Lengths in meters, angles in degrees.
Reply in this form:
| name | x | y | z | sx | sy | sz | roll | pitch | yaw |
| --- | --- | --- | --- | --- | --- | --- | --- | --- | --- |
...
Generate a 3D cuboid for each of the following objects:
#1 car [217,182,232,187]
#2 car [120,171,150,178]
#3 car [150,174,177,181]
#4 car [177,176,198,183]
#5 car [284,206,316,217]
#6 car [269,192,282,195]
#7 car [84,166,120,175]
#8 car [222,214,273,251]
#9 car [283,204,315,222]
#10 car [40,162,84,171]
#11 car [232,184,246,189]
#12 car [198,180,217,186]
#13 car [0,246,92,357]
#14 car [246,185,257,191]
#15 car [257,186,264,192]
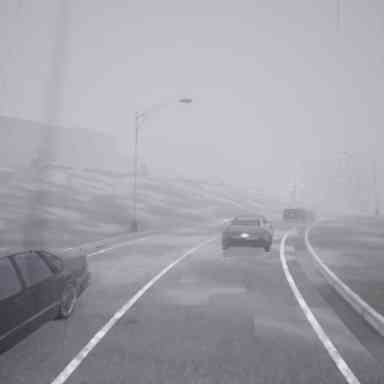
| name | x | y | z | sx | sy | sz | roll | pitch | yaw |
| --- | --- | --- | --- | --- | --- | --- | --- | --- | --- |
| car | 5.494 | -1.216 | 67.505 | 2.002 | 1.452 | 4.674 | -3 | -5 | 40 |
| car | -9.309 | -2.462 | 50.854 | 2.002 | 1.452 | 4.674 | -4 | -6 | 44 |
| car | -5.494 | -2.200 | 54.875 | 2.097 | 1.535 | 5.008 | -3 | -5 | 43 |
| car | -1.782 | -2.019 | 58.964 | 2.185 | 1.767 | 4.553 | -3 | -5 | 42 |
| car | 13.491 | 2.389 | 41.332 | 1.895 | 1.301 | 4.718 | -3 | -4 | 43 |
| car | 21.802 | 0.649 | 89.817 | 2.002 | 1.452 | 4.674 | -2 | -6 | 33 |
| car | -13.208 | -2.793 | 46.921 | 4.892 | 1.521 | 2.231 | 4 | -5 | -44 |
| car | 2.571 | 1.684 | 14.859 | 1.994 | 1.385 | 4.181 | -1 | -1 | 15 |
| car | 10.066 | 1.900 | 31.058 | 1.882 | 1.535 | 5.008 | -2 | -2 | 33 |
| car | -17.161 | -3.060 | 43.078 | 4.892 | 1.521 | 2.231 | 4 | -5 | -44 |
| car | 8.871 | -0.940 | 71.737 | 2.231 | 1.521 | 4.892 | -3 | -5 | 38 |
| car | 1.964 | -1.542 | 63.274 | 2.163 | 1.488 | 4.792 | -3 | -5 | 41 |
| car | -3.213 | 1.564 | 4.720 | 2.033 | 1.411 | 5.357 | 0 | -1 | 6 |
| car | 12.283 | -0.714 | 76.220 | 2.185 | 1.767 | 4.553 | -3 | -5 | 37 |
| car | 15.597 | -0.463 | 80.741 | 2.435 | 2.045 | 5.566 | -3 | -5 | 36 |
